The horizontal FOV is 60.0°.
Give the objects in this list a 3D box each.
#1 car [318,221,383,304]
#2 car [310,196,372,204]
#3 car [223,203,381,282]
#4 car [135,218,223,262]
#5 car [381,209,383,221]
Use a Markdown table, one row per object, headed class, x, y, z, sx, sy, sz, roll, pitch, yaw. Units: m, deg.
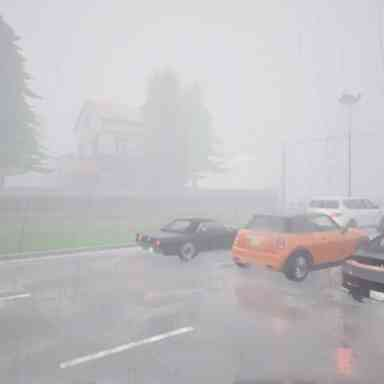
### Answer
| class | x | y | z | sx | sy | sz | roll | pitch | yaw |
| --- | --- | --- | --- | --- | --- | --- | --- | --- | --- |
| car | 5.070 | 1.503 | 6.909 | 4.902 | 1.511 | 2.128 | 0 | 0 | -36 |
| car | 8.434 | 1.243 | 17.930 | 5.566 | 2.045 | 2.150 | 0 | 0 | -36 |
| car | 3.417 | 1.363 | 10.033 | 4.553 | 1.767 | 2.097 | 0 | 0 | -36 |
| car | 0.453 | 1.610 | 12.200 | 4.718 | 1.301 | 1.895 | 0 | 0 | -36 |
| car | 10.874 | 1.500 | 15.375 | 5.008 | 1.535 | 1.882 | 0 | 0 | -36 |
